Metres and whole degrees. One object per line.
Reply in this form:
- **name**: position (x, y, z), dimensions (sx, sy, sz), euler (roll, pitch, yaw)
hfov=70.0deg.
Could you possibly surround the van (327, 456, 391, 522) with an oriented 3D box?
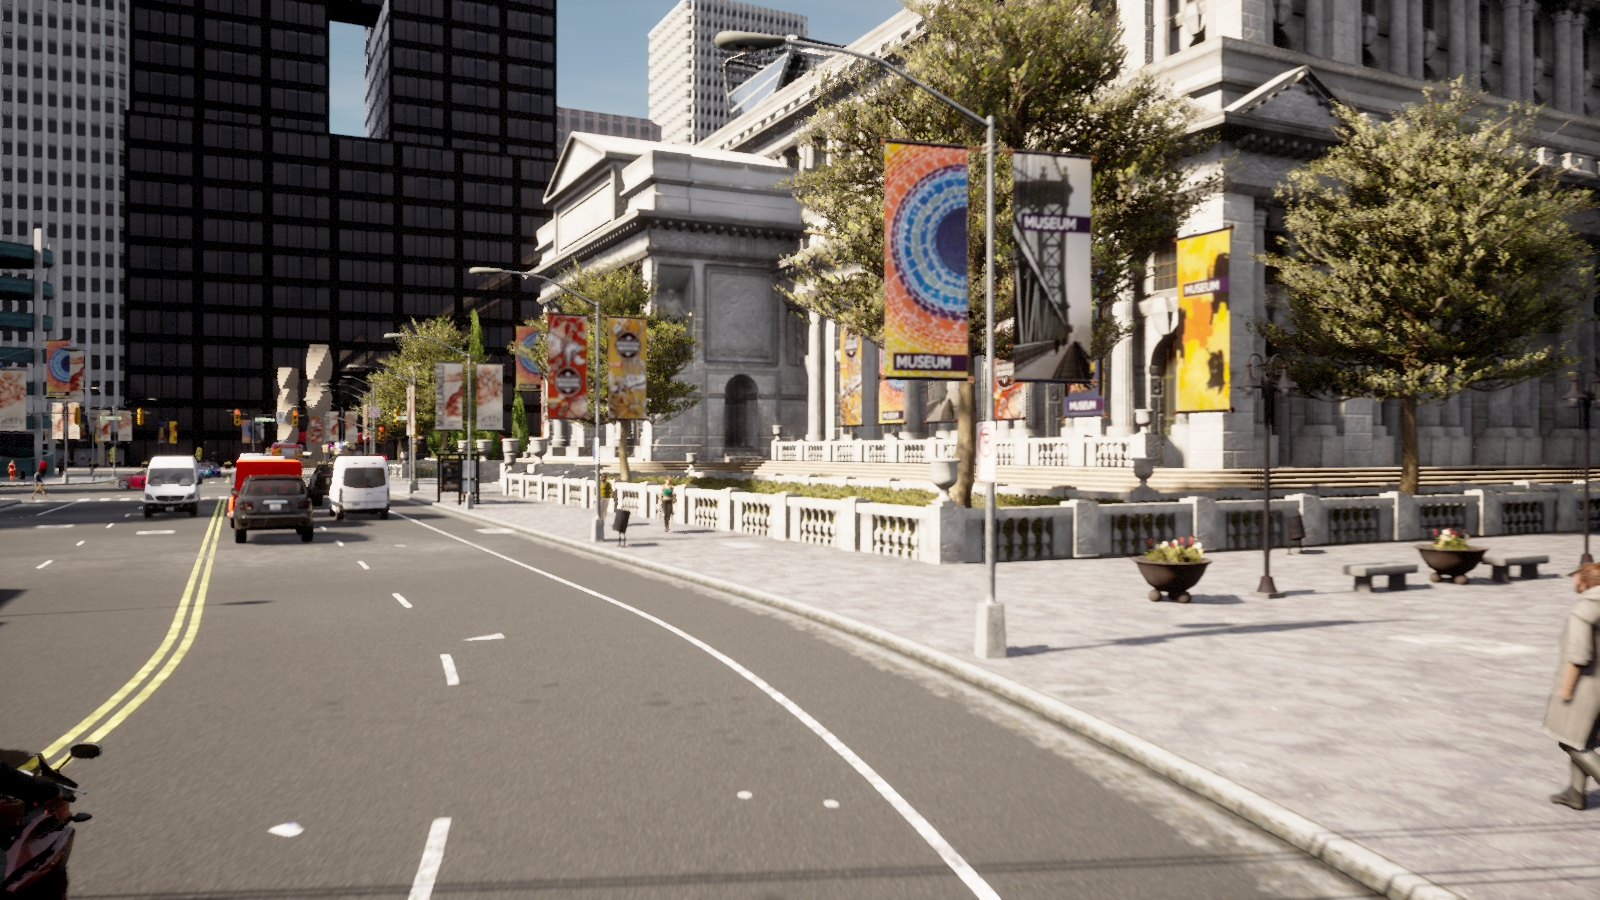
- **van**: position (-18.482, 1.538, 47.759), dimensions (1.988, 2.561, 5.915), euler (0, 0, -26)

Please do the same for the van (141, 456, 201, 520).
- **van**: position (-26.994, 1.539, 49.209), dimensions (1.988, 2.561, 5.915), euler (0, 0, -26)

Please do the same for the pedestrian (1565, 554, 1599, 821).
- **pedestrian**: position (5.808, 1.695, 8.206), dimensions (0.375, 1.860, 0.375), euler (0, 0, -20)

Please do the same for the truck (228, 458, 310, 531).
- **truck**: position (-19.794, 1.572, 42.505), dimensions (2.627, 2.467, 5.204), euler (0, 0, -26)

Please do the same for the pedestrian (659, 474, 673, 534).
- **pedestrian**: position (-4.223, 1.699, 36.063), dimensions (0.375, 1.860, 0.375), euler (0, 0, -19)

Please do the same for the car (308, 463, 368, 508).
- **car**: position (-23.630, 1.758, 58.257), dimensions (2.390, 2.098, 6.274), euler (0, 0, -26)

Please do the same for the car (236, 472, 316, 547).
- **car**: position (-16.610, 1.783, 36.095), dimensions (2.150, 2.045, 5.566), euler (0, 0, -26)

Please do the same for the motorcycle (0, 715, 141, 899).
- **motorcycle**: position (-4.157, 2.206, 5.619), dimensions (0.867, 1.251, 2.209), euler (-1, 0, -10)

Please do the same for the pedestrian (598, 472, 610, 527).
- **pedestrian**: position (-6.755, 1.697, 39.346), dimensions (0.375, 1.860, 0.375), euler (0, 0, -15)

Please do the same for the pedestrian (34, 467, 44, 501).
- **pedestrian**: position (-42.127, 1.856, 63.242), dimensions (0.375, 1.860, 0.375), euler (0, 0, -21)
